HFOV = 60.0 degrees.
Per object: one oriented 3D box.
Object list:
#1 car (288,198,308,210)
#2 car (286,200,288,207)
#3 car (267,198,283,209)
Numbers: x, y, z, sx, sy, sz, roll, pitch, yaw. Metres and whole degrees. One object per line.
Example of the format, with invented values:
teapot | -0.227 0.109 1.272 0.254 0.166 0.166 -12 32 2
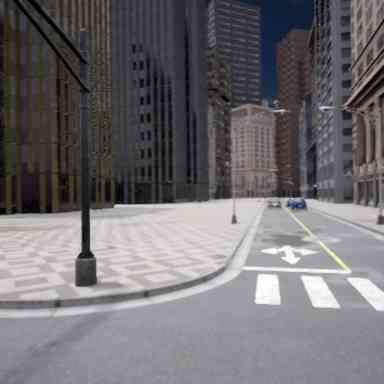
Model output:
car | 14.172 1.600 44.173 1.882 1.535 5.008 -1 0 14
car | 16.432 1.727 53.903 1.994 1.385 4.181 -1 0 13
car | 12.181 1.676 48.908 2.128 1.511 4.902 -1 0 13
